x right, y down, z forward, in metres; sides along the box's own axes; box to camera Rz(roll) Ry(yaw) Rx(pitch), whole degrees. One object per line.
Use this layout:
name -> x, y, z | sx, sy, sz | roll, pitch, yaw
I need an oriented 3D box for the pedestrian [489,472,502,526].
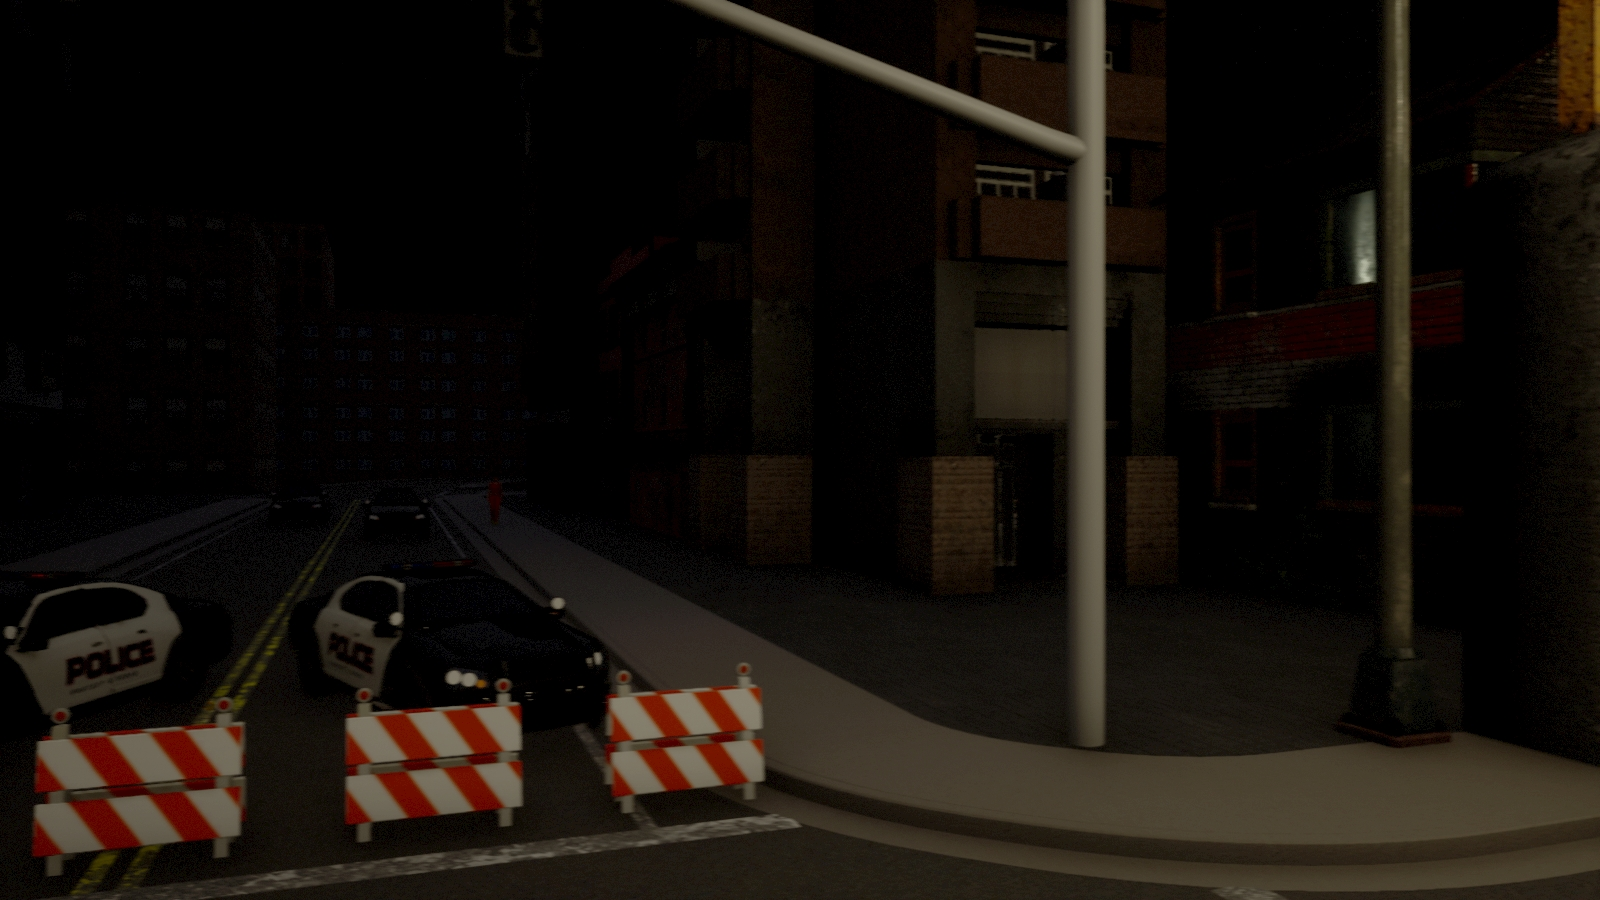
pedestrian -> -10.666, 1.699, 40.012 | 0.375, 1.860, 0.375 | 0, 0, -21
